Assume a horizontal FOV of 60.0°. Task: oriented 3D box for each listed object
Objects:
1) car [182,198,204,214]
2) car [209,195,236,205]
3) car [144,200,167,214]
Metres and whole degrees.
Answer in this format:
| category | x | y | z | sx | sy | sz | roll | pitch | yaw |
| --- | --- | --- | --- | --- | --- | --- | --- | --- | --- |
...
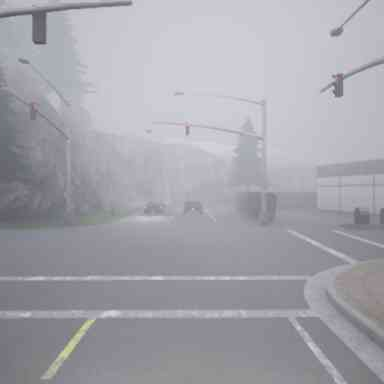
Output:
| category | x | y | z | sx | sy | sz | roll | pitch | yaw |
| --- | --- | --- | --- | --- | --- | --- | --- | --- | --- |
| car | 0.101 | 1.376 | 33.985 | 1.837 | 1.490 | 4.892 | 0 | 0 | 0 |
| car | 5.031 | 1.296 | 52.121 | 4.902 | 1.511 | 2.128 | 0 | 0 | -17 |
| car | -3.617 | 1.475 | 33.018 | 1.895 | 1.301 | 4.718 | 0 | 0 | 0 |
